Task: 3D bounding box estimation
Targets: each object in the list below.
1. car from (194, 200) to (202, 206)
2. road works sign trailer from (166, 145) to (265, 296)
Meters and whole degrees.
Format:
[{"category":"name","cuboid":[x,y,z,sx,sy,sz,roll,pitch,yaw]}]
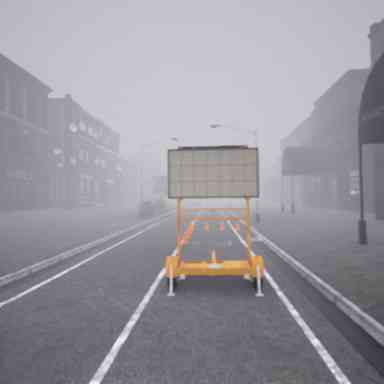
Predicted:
[{"category":"car","cuboid":[1.437,2.768,81.417,2.033,1.411,5.357,-1,-1,3]},{"category":"road works sign trailer","cuboid":[0.573,0.571,8.922,2.380,3.560,2.880,-1,-1,3]}]
